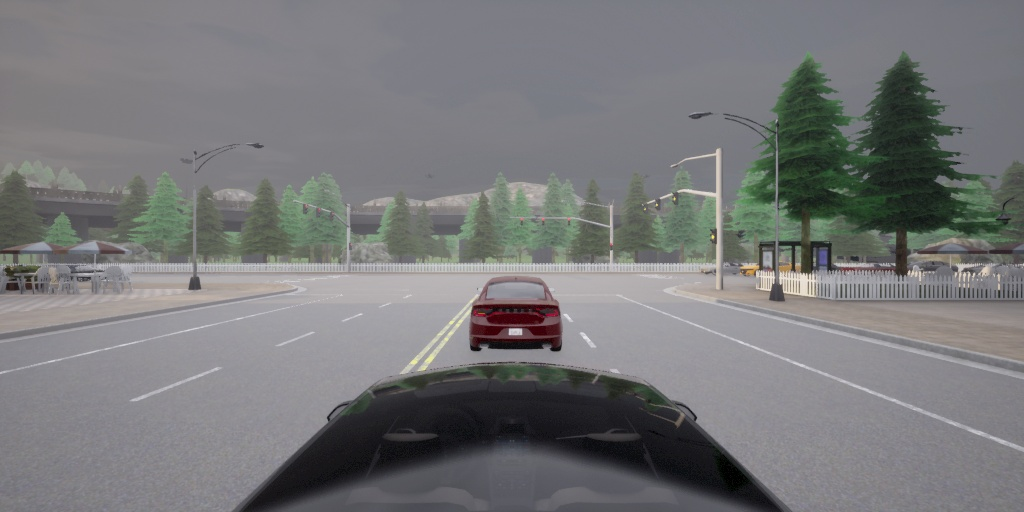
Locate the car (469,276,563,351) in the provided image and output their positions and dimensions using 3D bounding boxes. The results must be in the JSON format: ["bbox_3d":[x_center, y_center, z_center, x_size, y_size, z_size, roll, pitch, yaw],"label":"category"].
[{"bbox_3d":[0.103,1.228,8.989,1.882,1.535,5.008,0,0,1],"label":"car"}]

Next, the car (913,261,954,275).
[{"bbox_3d":[40.969,1.199,35.696,4.892,1.490,1.837,0,0,10],"label":"car"}]

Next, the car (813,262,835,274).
[{"bbox_3d":[31.050,1.295,36.498,4.718,1.301,1.895,0,0,2],"label":"car"}]

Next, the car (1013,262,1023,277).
[{"bbox_3d":[50.983,1.242,33.042,5.357,1.411,2.033,0,0,22],"label":"car"}]

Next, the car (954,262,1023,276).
[{"bbox_3d":[43.003,1.258,31.776,4.181,1.385,1.994,0,0,14],"label":"car"}]

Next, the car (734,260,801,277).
[{"bbox_3d":[23.817,1.172,33.115,5.008,1.535,1.882,0,0,1],"label":"car"}]

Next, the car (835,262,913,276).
[{"bbox_3d":[33.121,1.295,32.923,4.718,1.301,1.895,0,0,2],"label":"car"}]

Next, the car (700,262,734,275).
[{"bbox_3d":[21.881,1.295,36.646,4.718,1.301,1.895,0,0,1],"label":"car"}]

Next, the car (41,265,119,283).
[{"bbox_3d":[-32.065,1.295,26.291,4.718,1.301,1.895,0,0,0],"label":"car"}]
